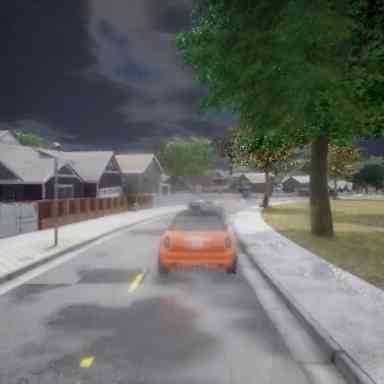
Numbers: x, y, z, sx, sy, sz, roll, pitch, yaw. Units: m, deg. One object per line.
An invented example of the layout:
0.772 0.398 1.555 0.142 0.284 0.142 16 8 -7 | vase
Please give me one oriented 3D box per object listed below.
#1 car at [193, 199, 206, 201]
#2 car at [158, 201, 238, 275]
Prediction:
0.877 1.479 37.839 2.033 1.411 5.357 1 0 14 | car
0.211 1.331 10.554 2.097 1.767 4.553 0 0 2 | car
